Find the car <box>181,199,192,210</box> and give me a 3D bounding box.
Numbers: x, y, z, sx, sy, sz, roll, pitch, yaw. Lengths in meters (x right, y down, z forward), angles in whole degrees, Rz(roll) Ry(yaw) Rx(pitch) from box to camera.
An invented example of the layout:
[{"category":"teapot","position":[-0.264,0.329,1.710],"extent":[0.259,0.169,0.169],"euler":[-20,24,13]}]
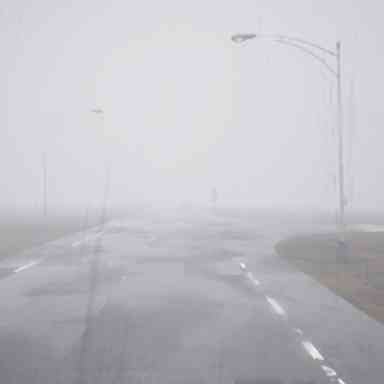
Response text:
[{"category":"car","position":[-0.942,2.116,55.380],"extent":[2.128,1.511,4.902],"euler":[-1,-1,-1]}]
